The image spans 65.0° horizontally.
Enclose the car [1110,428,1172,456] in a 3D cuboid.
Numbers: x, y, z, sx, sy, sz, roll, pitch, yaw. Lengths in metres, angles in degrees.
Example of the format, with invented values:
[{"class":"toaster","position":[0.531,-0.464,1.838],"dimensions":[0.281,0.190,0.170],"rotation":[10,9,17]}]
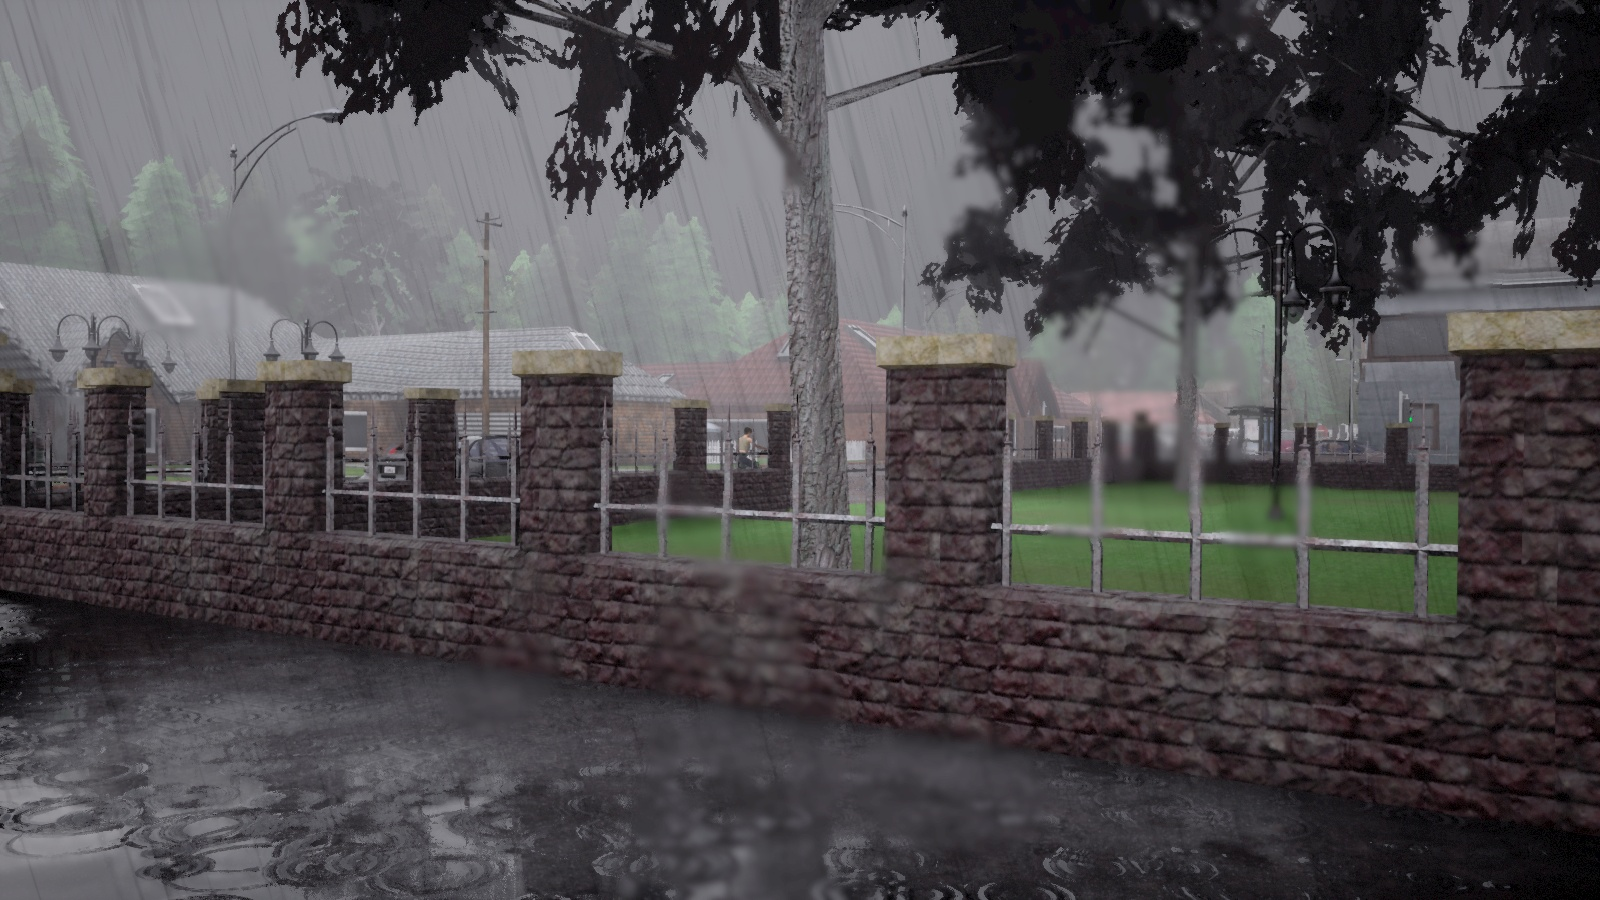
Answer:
[{"class":"car","position":[19.229,-0.460,70.638],"dimensions":[2.007,1.525,4.514],"rotation":[0,1,34]}]

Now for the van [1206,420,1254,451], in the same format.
[{"class":"van","position":[29.658,-0.996,86.589],"dimensions":[2.069,2.038,4.480],"rotation":[0,1,33]}]

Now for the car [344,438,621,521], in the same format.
[{"class":"car","position":[-6.040,0.496,24.689],"dimensions":[2.033,1.411,5.357],"rotation":[0,1,32]}]

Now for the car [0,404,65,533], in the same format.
[{"class":"car","position":[-14.587,0.323,19.024],"dimensions":[2.150,2.045,5.566],"rotation":[0,1,33]}]

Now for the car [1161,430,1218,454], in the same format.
[{"class":"car","position":[24.409,-0.515,78.576],"dimensions":[2.033,1.411,5.357],"rotation":[0,1,33]}]

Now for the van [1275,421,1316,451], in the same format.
[{"class":"van","position":[33.827,-0.990,85.653],"dimensions":[1.775,1.987,4.442],"rotation":[0,1,33]}]

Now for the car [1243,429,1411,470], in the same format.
[{"class":"car","position":[19.174,-0.020,45.795],"dimensions":[5.357,1.411,2.033],"rotation":[0,1,33]}]
